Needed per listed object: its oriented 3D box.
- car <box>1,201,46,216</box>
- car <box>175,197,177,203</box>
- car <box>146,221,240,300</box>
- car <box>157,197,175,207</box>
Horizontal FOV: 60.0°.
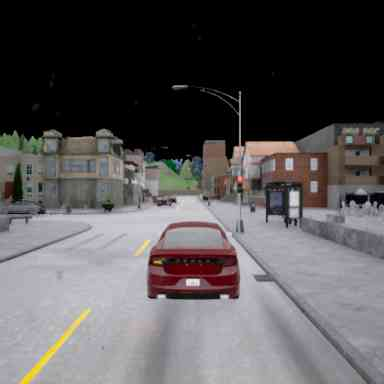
[{"bbox_3d":[-16.057,1.552,31.362,4.181,1.385,1.994,0,0,0],"label":"car"},{"bbox_3d":[-4.031,1.577,65.934,1.895,1.301,4.718,0,0,1],"label":"car"},{"bbox_3d":[0.049,1.474,8.455,1.882,1.535,5.008,0,0,1],"label":"car"},{"bbox_3d":[-4.092,1.546,50.293,1.994,1.385,4.181,0,0,0],"label":"car"}]
